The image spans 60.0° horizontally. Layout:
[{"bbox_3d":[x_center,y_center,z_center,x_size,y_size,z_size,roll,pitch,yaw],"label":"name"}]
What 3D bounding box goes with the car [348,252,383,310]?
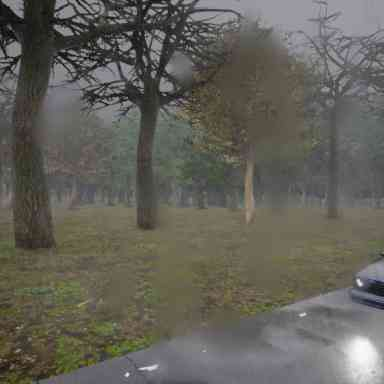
[{"bbox_3d":[5.518,1.557,6.985,5.357,1.411,2.033,0,0,-35],"label":"car"}]
